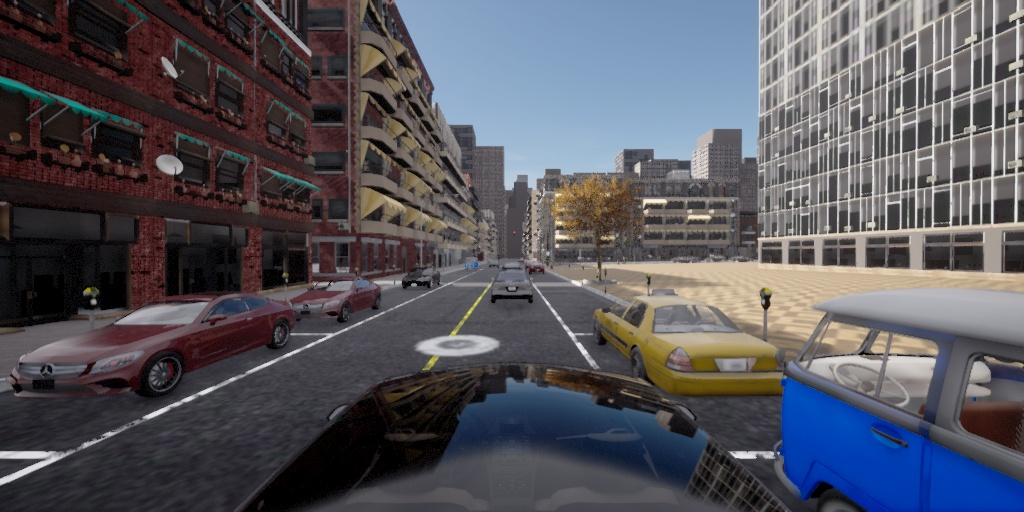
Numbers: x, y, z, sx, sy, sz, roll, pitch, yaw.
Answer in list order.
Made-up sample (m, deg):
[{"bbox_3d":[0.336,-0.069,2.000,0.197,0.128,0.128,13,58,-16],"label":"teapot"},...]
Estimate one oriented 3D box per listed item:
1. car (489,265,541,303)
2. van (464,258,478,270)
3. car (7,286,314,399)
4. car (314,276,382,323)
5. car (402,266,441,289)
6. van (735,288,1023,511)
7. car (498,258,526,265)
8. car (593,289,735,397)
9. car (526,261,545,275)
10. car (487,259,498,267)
[{"bbox_3d":[0.000,1.312,16.501,2.033,1.411,5.357,0,0,0],"label":"car"},{"bbox_3d":[-5.692,1.104,50.666,1.690,1.789,3.998,0,0,0],"label":"van"},{"bbox_3d":[-5.692,1.329,6.454,1.802,1.307,4.207,0,0,0],"label":"car"},{"bbox_3d":[-5.692,1.329,11.980,1.802,1.307,4.207,0,0,0],"label":"car"},{"bbox_3d":[-5.692,1.314,23.034,1.948,1.339,4.313,0,0,0],"label":"car"},{"bbox_3d":[2.688,1.088,0.928,1.690,1.789,3.998,0,0,0],"label":"van"},{"bbox_3d":[0.000,1.237,31.502,1.882,1.535,5.008,0,0,0],"label":"car"},{"bbox_3d":[2.688,1.273,6.624,1.751,1.417,4.829,0,0,0],"label":"car"},{"bbox_3d":[2.689,1.300,39.614,1.888,1.381,4.507,0,0,0],"label":"car"},{"bbox_3d":[-3.001,1.335,61.473,1.837,1.490,4.892,0,0,0],"label":"car"}]
